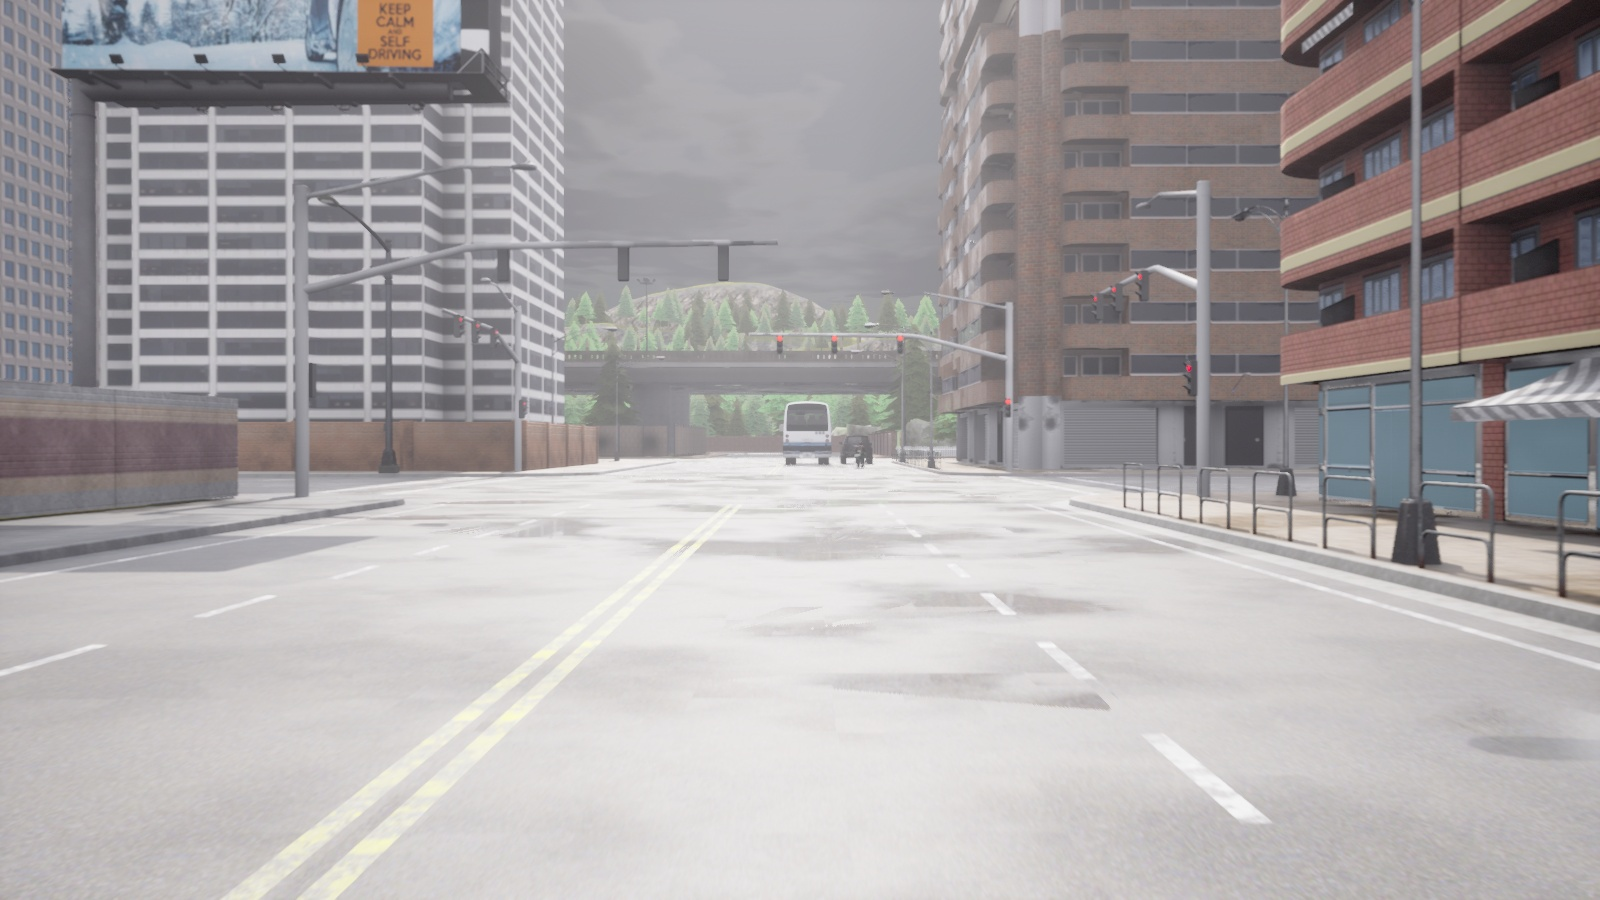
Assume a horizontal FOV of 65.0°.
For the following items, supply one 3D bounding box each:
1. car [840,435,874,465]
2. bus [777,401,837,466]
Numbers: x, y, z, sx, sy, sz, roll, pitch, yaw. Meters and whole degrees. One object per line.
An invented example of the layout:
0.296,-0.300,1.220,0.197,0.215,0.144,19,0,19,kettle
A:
4.018,-0.035,89.434,2.150,2.045,5.566,0,0,0,car
0.510,-1.126,88.074,3.944,4.253,10.273,0,0,0,bus
